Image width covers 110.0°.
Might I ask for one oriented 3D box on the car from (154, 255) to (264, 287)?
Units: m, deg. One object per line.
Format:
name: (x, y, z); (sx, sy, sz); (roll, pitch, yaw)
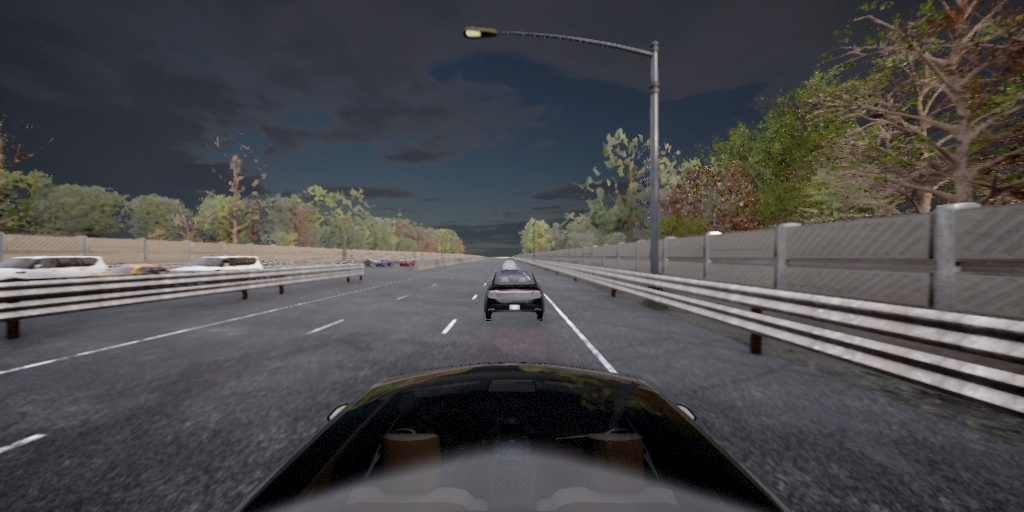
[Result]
car: (-17.799, 0.979, 21.835); (2.150, 2.045, 5.566); (0, 0, 1)

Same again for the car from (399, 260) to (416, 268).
car: (-18.281, 1.372, 62.703); (1.895, 1.301, 4.718); (0, 0, -1)

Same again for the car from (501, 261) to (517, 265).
car: (-0.311, 1.290, 44.493); (1.812, 1.442, 4.674); (0, 0, -1)

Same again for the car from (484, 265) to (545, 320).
car: (0.064, 1.244, 12.621); (2.128, 1.511, 4.902); (0, 0, 0)

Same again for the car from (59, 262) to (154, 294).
car: (-21.332, 1.236, 20.242); (1.882, 1.535, 5.008); (0, 0, 1)

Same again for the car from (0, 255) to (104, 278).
car: (-24.848, 0.980, 18.835); (2.150, 2.045, 5.566); (0, 0, 1)

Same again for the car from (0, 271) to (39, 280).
car: (-6.905, 1.105, 2.134); (2.097, 1.767, 4.553); (0, 0, 0)

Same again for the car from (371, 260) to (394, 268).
car: (-21.747, 1.371, 60.871); (1.895, 1.301, 4.718); (0, 0, -1)
